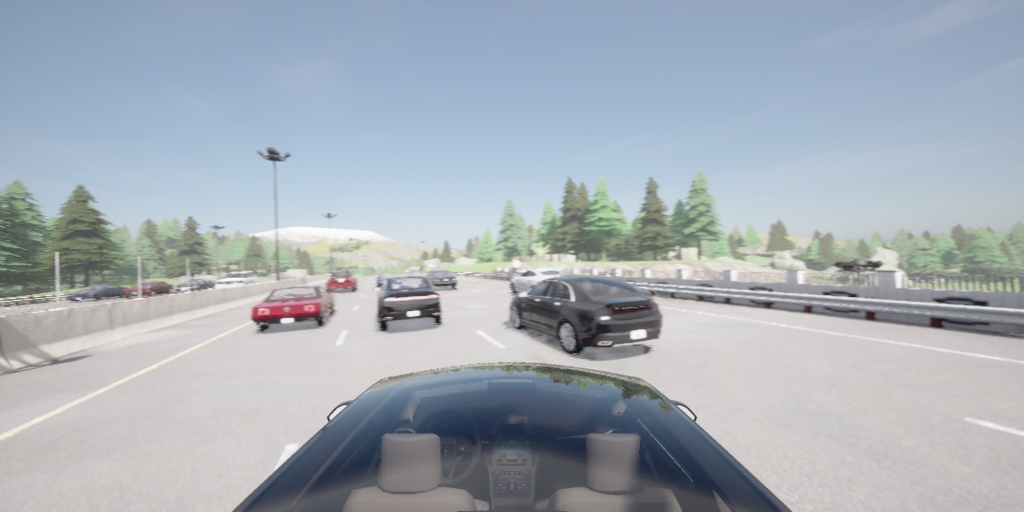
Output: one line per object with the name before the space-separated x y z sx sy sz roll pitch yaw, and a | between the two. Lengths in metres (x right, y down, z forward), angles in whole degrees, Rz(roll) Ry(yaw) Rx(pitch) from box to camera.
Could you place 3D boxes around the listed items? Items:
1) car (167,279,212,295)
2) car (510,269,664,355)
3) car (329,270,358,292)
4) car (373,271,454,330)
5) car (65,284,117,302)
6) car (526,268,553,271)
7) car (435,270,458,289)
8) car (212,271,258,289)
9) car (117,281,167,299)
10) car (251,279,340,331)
car | -31.167 3.018 35.448 2.128 1.511 4.902 -2 -1 -21
car | 1.442 1.227 8.790 1.837 1.490 4.892 -2 0 -21
car | -13.825 1.991 29.395 2.097 1.767 4.553 -2 -1 -21
car | -3.608 1.445 12.259 2.128 1.511 4.902 -2 0 -21
car | -37.661 3.312 32.847 2.033 1.411 5.357 -2 -1 -21
car | 1.412 1.337 18.725 1.812 1.442 4.674 -2 -1 -21
car | -5.453 1.774 27.046 2.033 1.411 5.357 -2 -1 -21
car | -27.924 2.617 36.736 2.150 2.045 5.566 -2 -1 -21
car | -34.413 3.126 34.142 1.882 1.535 5.008 -2 -1 -21
car | -7.617 1.728 12.981 1.895 1.301 4.718 -2 -1 -21
